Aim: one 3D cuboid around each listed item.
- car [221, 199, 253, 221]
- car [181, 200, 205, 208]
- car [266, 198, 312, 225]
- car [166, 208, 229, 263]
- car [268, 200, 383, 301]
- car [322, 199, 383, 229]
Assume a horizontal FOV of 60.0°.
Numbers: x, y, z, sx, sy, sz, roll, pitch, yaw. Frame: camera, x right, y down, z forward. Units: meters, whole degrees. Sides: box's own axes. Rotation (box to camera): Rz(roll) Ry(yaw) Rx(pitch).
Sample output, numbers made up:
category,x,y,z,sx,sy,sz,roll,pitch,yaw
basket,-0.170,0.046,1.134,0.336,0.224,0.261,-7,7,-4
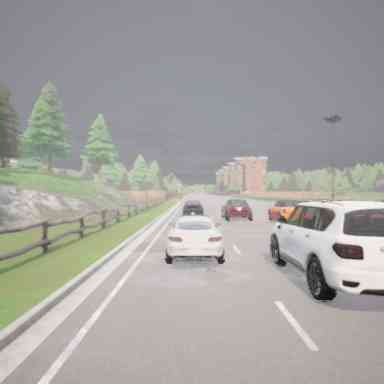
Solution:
category,x,y,z,sx,sy,sz,roll,pitch,yaw
car,3.601,1.362,27.406,2.097,1.767,4.553,0,0,0
car,0.102,1.519,30.371,1.837,1.490,4.892,0,0,0
car,7.102,1.360,24.876,2.097,1.767,4.553,0,0,0
car,0.096,1.530,11.884,1.812,1.442,4.674,0,0,0
car,3.601,1.225,8.443,2.150,2.045,5.566,0,0,0
car,10.601,1.359,22.174,2.097,1.767,4.553,0,0,0
